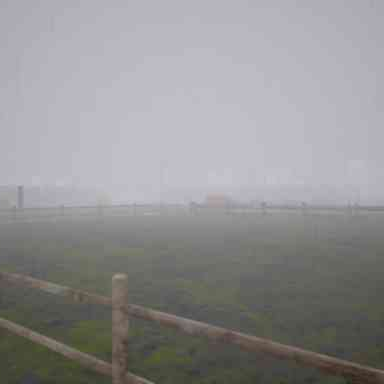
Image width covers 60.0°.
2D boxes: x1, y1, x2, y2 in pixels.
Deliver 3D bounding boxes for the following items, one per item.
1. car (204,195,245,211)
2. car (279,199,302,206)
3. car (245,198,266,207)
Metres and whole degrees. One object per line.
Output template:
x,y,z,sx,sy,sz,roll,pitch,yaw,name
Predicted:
4.162,1.468,45.382,5.566,2.045,2.150,0,0,-39,car
16.197,1.791,54.657,4.181,1.385,1.994,0,0,-36,car
9.855,1.755,53.375,4.892,1.490,1.837,0,0,-37,car
